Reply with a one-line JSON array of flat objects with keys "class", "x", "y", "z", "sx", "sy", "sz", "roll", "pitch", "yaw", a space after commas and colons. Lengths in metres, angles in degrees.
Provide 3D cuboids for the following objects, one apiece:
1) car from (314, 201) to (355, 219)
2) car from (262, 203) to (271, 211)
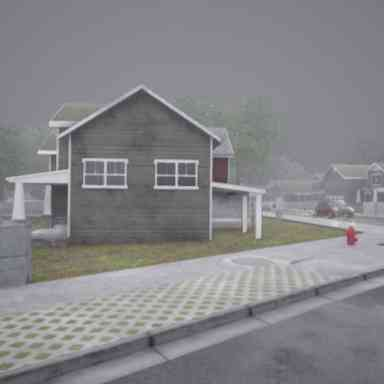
[{"class": "car", "x": 13.716, "y": 1.632, "z": 32.287, "sx": 2.097, "sy": 1.767, "sz": 4.553, "roll": 1, "pitch": -2, "yaw": -5}, {"class": "car", "x": 11.160, "y": 2.411, "z": 53.700, "sx": 1.994, "sy": 1.385, "sz": 4.181, "roll": 1, "pitch": -1, "yaw": -8}]
